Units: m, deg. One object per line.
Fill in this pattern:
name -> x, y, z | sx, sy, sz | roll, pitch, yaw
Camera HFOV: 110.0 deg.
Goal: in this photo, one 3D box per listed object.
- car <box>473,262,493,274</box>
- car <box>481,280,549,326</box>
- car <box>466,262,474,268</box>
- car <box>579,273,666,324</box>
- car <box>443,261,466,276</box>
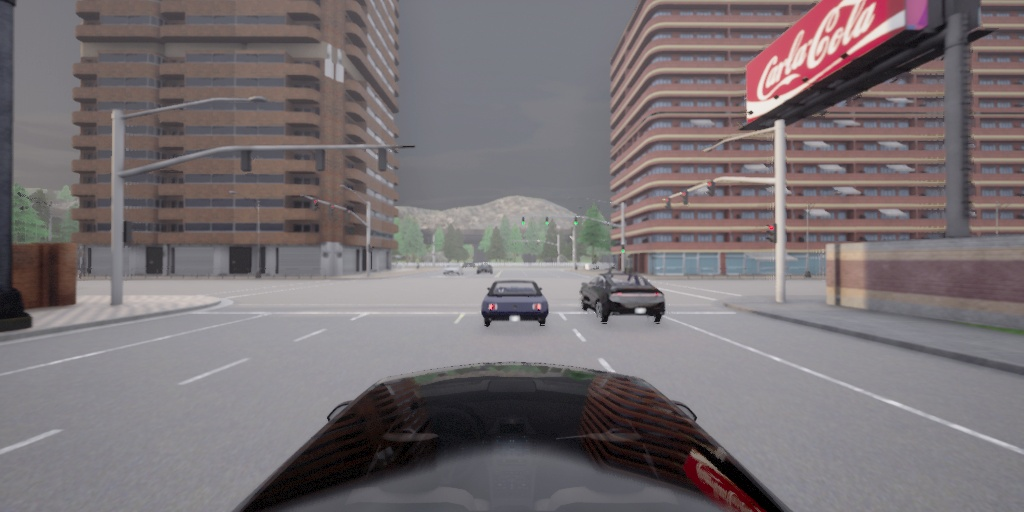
car -> -3.567, 1.702, 47.653 | 1.994, 1.385, 4.181 | 0, 0, 0
car -> 0.087, 1.438, 12.024 | 1.895, 1.301, 4.718 | 0, 0, 0
car -> -7.000, 1.440, 58.946 | 1.994, 1.385, 4.181 | 0, 0, 0
car -> 3.587, 1.332, 12.418 | 2.128, 1.511, 4.902 | 0, 0, 0
car -> -7.089, 1.628, 43.397 | 1.812, 1.442, 4.674 | 0, 0, 0
